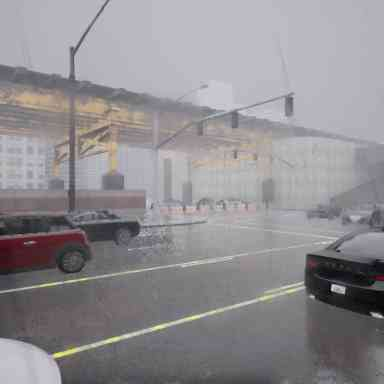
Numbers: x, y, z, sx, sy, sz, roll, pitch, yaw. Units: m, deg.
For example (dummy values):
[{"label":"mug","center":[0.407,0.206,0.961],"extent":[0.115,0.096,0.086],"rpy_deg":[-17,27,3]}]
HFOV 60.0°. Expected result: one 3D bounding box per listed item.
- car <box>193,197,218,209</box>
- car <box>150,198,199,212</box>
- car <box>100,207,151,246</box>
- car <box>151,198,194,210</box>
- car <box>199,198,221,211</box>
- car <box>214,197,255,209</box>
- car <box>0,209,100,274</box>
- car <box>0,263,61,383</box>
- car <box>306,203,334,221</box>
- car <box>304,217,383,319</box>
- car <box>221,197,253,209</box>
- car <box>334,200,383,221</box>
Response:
[{"label":"car","center":[1.697,1.295,39.992],"extent":[1.853,1.218,4.536],"rpy_deg":[0,0,18]},{"label":"car","center":[-2.039,1.453,37.225],"extent":[4.974,1.542,2.038],"rpy_deg":[0,0,8]},{"label":"car","center":[-4.485,1.491,13.735],"extent":[4.902,1.511,2.128],"rpy_deg":[0,0,-36]},{"label":"car","center":[-2.091,1.295,37.231],"extent":[4.536,1.218,1.853],"rpy_deg":[0,0,8]},{"label":"car","center":[1.682,1.453,39.943],"extent":[2.038,1.542,4.974],"rpy_deg":[0,0,18]},{"label":"car","center":[5.558,1.453,43.737],"extent":[4.974,1.542,2.038],"rpy_deg":[0,0,-7]},{"label":"car","center":[-5.144,1.352,8.930],"extent":[4.553,1.767,2.097],"rpy_deg":[0,0,-36]},{"label":"car","center":[-3.059,1.526,1.555],"extent":[4.674,1.442,1.812],"rpy_deg":[0,0,-36]},{"label":"car","center":[10.902,1.601,27.306],"extent":[1.895,1.301,4.718],"rpy_deg":[0,0,36]},{"label":"car","center":[4.464,1.478,7.030],"extent":[5.008,1.535,1.882],"rpy_deg":[0,0,-36]},{"label":"car","center":[5.507,1.295,43.730],"extent":[4.536,1.218,1.853],"rpy_deg":[0,0,-7]},{"label":"car","center":[11.534,1.491,22.482],"extent":[2.128,1.511,4.902],"rpy_deg":[0,0,37]}]
